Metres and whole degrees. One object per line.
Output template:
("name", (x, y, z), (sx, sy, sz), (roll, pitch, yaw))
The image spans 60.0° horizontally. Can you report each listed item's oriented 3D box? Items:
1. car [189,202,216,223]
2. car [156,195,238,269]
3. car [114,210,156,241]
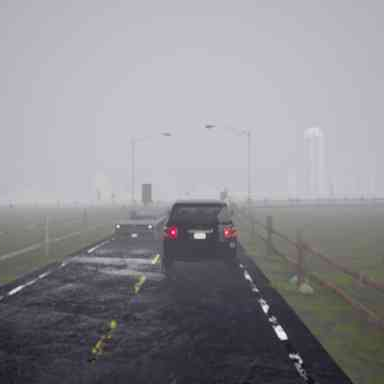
("car", (0.928, 1.590, 26.913), (1.994, 1.385, 4.181), (0, 0, 3))
("car", (0.278, 1.235, 11.298), (2.150, 2.045, 5.566), (0, 0, 2))
("car", (-2.489, 1.620, 16.920), (1.895, 1.301, 4.718), (0, 0, 2))
